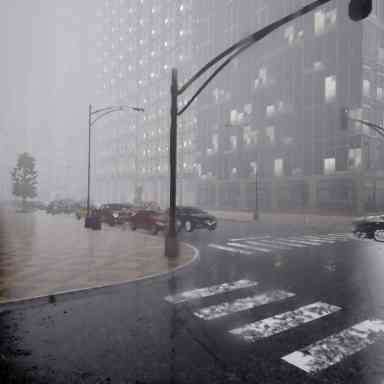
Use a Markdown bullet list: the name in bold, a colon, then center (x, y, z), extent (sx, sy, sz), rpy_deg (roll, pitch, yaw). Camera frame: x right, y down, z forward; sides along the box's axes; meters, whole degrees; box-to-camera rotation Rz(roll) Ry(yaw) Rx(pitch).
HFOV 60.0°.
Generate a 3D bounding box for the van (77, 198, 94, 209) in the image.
- **van**: center (-18.189, 1.953, 56.787), extent (1.690, 1.788, 3.998), rpy_deg (1, -1, -35)

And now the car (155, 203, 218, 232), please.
- **car**: center (-0.286, 1.634, 21.139), extent (1.837, 1.490, 4.892), rpy_deg (1, -1, -33)

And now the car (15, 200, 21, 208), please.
- **car**: center (-28.314, 2.062, 56.634), extent (1.887, 1.381, 4.507), rpy_deg (1, -1, -35)

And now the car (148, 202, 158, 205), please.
- **car**: center (-5.149, 1.833, 38.164), extent (1.967, 1.590, 4.097), rpy_deg (1, -1, -35)

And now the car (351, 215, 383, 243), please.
- **car**: center (9.955, 1.529, 15.196), extent (4.892, 1.490, 1.837), rpy_deg (0, 1, 11)

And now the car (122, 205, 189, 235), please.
- **car**: center (-2.233, 1.662, 19.391), extent (1.802, 1.307, 4.206), rpy_deg (1, -1, -35)

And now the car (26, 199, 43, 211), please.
- **car**: center (-21.794, 1.959, 47.323), extent (2.008, 1.369, 4.403), rpy_deg (1, -1, -35)

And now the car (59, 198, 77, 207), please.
- **car**: center (-24.709, 2.036, 66.098), extent (2.192, 1.841, 5.009), rpy_deg (1, -1, -35)

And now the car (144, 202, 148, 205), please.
- **car**: center (-6.051, 1.731, 29.375), extent (1.837, 1.490, 4.892), rpy_deg (1, -1, -35)

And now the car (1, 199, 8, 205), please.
- **car**: center (-41.355, 2.287, 75.255), extent (2.008, 1.369, 4.403), rpy_deg (1, -1, -35)

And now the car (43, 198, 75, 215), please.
- **car**: center (-15.273, 1.739, 38.014), extent (1.967, 1.590, 4.097), rpy_deg (1, -1, -35)

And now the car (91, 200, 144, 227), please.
- **car**: center (-5.493, 1.575, 24.048), extent (1.967, 1.590, 4.097), rpy_deg (1, -1, -35)

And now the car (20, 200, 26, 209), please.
- **car**: center (-25.054, 2.029, 51.979), extent (1.947, 1.339, 4.313), rpy_deg (1, -1, -35)

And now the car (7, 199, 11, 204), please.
- **car**: center (-34.834, 2.209, 65.944), extent (1.802, 1.307, 4.206), rpy_deg (1, -1, -35)

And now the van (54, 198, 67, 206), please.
- **van**: center (-27.969, 2.117, 70.753), extent (1.690, 1.788, 3.998), rpy_deg (1, -1, -35)

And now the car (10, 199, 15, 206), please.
- **car**: center (-31.574, 2.123, 61.289), extent (2.008, 1.369, 4.403), rpy_deg (1, -1, -35)

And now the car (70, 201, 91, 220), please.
- **car**: center (-8.655, 1.713, 28.563), extent (1.752, 1.417, 4.829), rpy_deg (1, -1, -35)

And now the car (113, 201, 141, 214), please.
- **car**: center (-8.506, 1.974, 42.958), extent (1.752, 1.417, 4.829), rpy_deg (1, -1, -35)

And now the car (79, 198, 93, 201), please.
- **car**: center (-12.800, 1.831, 39.032), extent (2.128, 1.511, 4.902), rpy_deg (1, -1, -35)
